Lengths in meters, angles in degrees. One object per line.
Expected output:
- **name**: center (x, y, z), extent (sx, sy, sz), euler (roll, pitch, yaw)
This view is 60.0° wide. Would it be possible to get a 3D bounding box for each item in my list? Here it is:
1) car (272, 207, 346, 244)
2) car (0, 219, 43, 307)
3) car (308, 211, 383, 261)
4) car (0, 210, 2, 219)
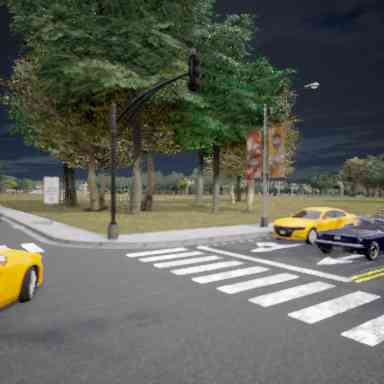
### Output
- **car**: center (5.975, 1.489, 15.920), extent (5.008, 1.535, 1.882), euler (0, 0, -35)
- **car**: center (-4.366, 1.475, 5.336), extent (1.882, 1.535, 5.008), euler (1, 0, 6)
- **car**: center (6.679, 1.611, 12.443), extent (4.718, 1.301, 1.895), euler (0, 0, -35)
- **car**: center (-16.031, 1.462, 25.791), extent (2.128, 1.511, 4.902), euler (0, 0, -35)
